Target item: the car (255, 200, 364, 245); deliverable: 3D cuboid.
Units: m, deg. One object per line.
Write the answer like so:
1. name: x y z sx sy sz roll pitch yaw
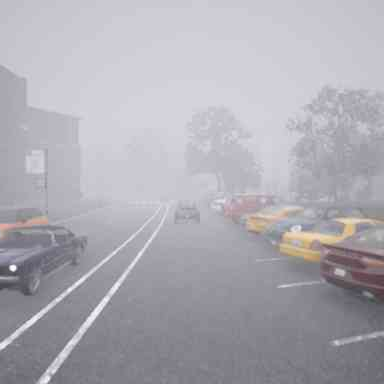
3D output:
1. car: 5.209 1.361 13.473 4.553 1.767 2.185 1 0 -21

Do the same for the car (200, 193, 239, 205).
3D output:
1. car: 3.813 1.000 46.141 4.892 1.521 2.231 0 1 -24

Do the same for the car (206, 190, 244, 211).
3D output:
1. car: 4.594 1.098 31.280 5.566 2.045 2.435 0 1 -23

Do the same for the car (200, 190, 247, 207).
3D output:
1. car: 4.027 0.823 43.183 5.566 2.045 2.435 0 1 -24

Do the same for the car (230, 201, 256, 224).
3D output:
1. car: 5.048 1.480 19.407 4.892 1.521 2.231 1 1 -22

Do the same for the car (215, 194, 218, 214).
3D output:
1. car: 4.713 1.271 28.315 4.553 1.767 2.185 0 1 -23

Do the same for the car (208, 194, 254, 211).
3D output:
1. car: 4.361 1.097 37.249 4.553 1.767 2.185 0 2 -23

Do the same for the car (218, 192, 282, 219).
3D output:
1. car: 4.980 1.210 22.396 5.566 2.045 2.435 1 0 -22

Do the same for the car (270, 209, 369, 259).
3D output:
1. car: 5.405 1.485 10.564 5.366 1.575 1.946 1 0 -21

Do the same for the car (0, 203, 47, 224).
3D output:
1. car: -7.209 1.360 12.779 2.097 1.767 4.553 0 0 -1

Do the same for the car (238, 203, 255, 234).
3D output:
1. car: 5.110 1.485 16.438 5.008 1.535 2.097 1 0 -22

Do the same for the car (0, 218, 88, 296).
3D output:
1. car: -4.336 1.605 8.791 1.895 1.301 4.718 0 0 -1

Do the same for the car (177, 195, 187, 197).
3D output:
1. car: -1.232 1.141 42.700 2.033 1.411 5.357 0 1 -3

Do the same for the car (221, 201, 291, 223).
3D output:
1. car: 4.877 1.464 25.371 4.792 1.488 2.163 0 0 -22

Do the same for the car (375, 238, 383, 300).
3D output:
1. car: 5.310 1.485 4.550 5.008 1.535 2.097 1 0 -21

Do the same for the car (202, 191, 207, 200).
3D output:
1. car: 4.149 0.898 40.184 5.566 2.045 2.435 0 2 -23

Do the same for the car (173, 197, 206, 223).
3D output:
1. car: -0.400 1.442 25.150 2.128 1.511 4.902 0 1 -2

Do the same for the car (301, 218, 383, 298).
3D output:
1. car: 5.265 1.485 7.527 5.008 1.535 2.097 1 0 -21

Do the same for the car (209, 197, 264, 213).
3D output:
1. car: 4.648 1.288 34.355 5.366 1.575 1.946 0 1 -23
